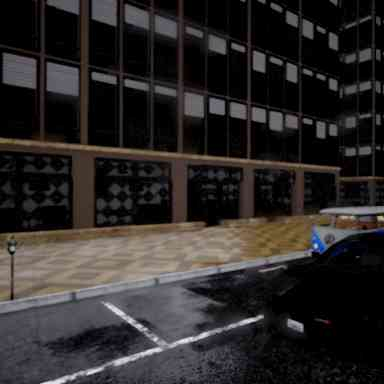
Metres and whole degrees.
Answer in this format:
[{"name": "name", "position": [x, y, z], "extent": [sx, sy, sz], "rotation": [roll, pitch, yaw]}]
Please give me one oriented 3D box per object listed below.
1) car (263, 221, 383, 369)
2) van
[{"name": "car", "position": [3.393, 1.489, 5.821], "extent": [5.008, 1.535, 1.882], "rotation": [0, 0, -35]}, {"name": "van", "position": [5.458, 1.360, 10.491], "extent": [3.998, 1.788, 1.690], "rotation": [0, 0, -36]}]
